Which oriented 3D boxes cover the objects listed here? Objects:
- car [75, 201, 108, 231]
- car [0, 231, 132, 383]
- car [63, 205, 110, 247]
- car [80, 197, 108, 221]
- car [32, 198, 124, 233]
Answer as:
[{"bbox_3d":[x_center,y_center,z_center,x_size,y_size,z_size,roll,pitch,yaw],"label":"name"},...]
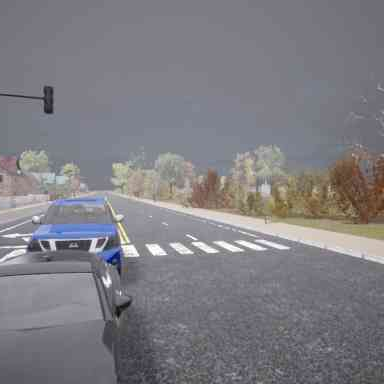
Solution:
[{"bbox_3d":[-6.531,1.468,21.866,1.882,1.535,5.008,0,0,-15],"label":"car"},{"bbox_3d":[-1.734,1.524,3.941,1.812,1.442,4.674,0,0,-13],"label":"car"},{"bbox_3d":[-4.985,1.498,16.115,1.837,1.490,4.892,0,0,-15],"label":"car"},{"bbox_3d":[-8.069,1.337,27.605,2.097,1.767,4.553,0,0,-15],"label":"car"},{"bbox_3d":[-3.350,1.218,10.036,2.150,2.045,5.566,0,0,-15],"label":"car"}]
